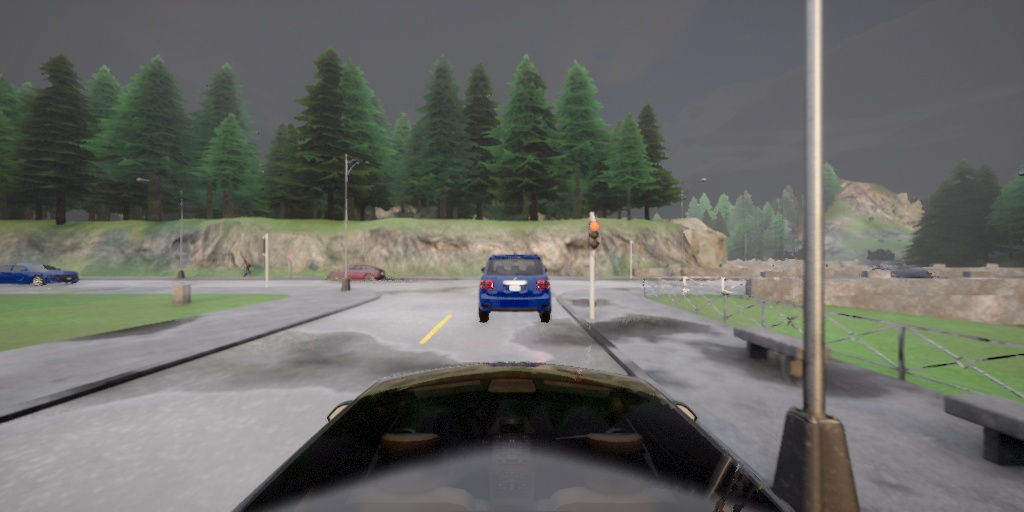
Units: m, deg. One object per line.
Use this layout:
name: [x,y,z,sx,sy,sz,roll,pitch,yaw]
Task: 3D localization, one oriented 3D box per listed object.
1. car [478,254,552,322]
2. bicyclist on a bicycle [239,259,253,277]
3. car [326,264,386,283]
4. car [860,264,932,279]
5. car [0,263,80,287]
car: [0.079,0.970,12.399,2.150,2.045,5.566,0,0,0]
bicyclist on a bicycle: [-23.935,1.101,32.294,0.582,1.620,1.656,0,0,0]
car: [-12.059,1.315,27.889,4.181,1.385,1.994,0,0,3]
car: [29.969,1.314,28.077,4.181,1.385,1.994,0,0,0]
car: [-32.014,1.229,23.901,5.008,1.535,1.882,0,0,0]
